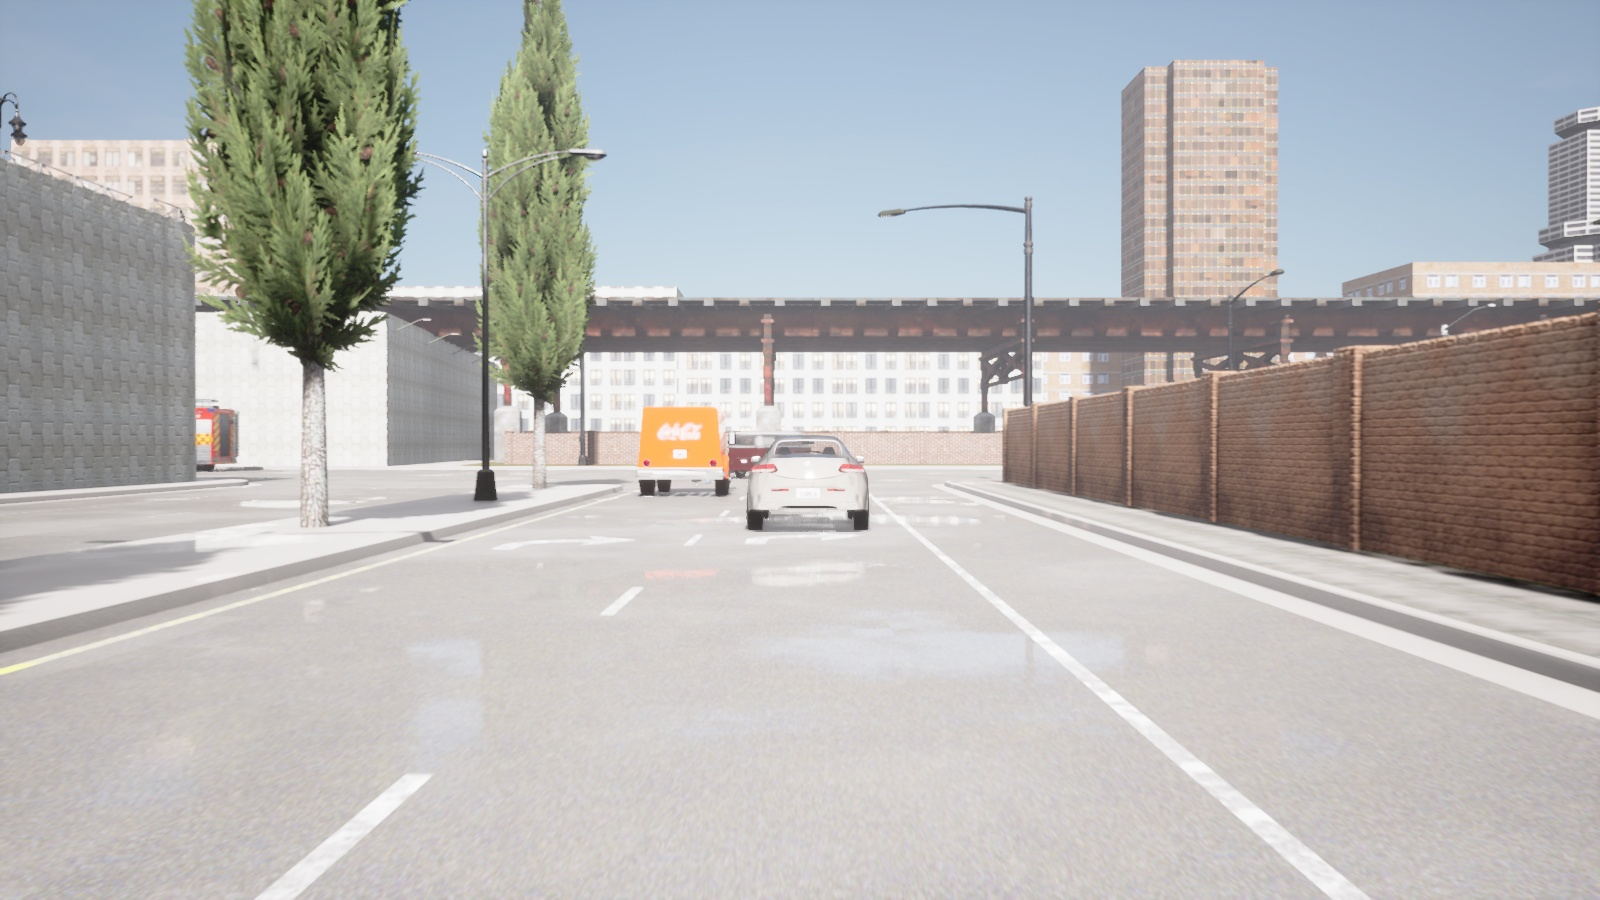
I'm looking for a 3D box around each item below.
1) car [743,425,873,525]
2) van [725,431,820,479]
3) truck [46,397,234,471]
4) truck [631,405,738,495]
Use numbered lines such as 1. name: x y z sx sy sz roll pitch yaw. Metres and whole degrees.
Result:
1. car: 0.148 0.394 23.265 2.152 1.651 5.027 0 0 0
2. van: -1.116 0.196 53.582 1.775 1.987 4.442 0 0 34
3. truck: -34.980 -0.822 66.730 8.468 3.827 2.891 0 0 1
4. truck: -3.275 0.036 36.845 2.627 2.467 5.204 0 -1 0
